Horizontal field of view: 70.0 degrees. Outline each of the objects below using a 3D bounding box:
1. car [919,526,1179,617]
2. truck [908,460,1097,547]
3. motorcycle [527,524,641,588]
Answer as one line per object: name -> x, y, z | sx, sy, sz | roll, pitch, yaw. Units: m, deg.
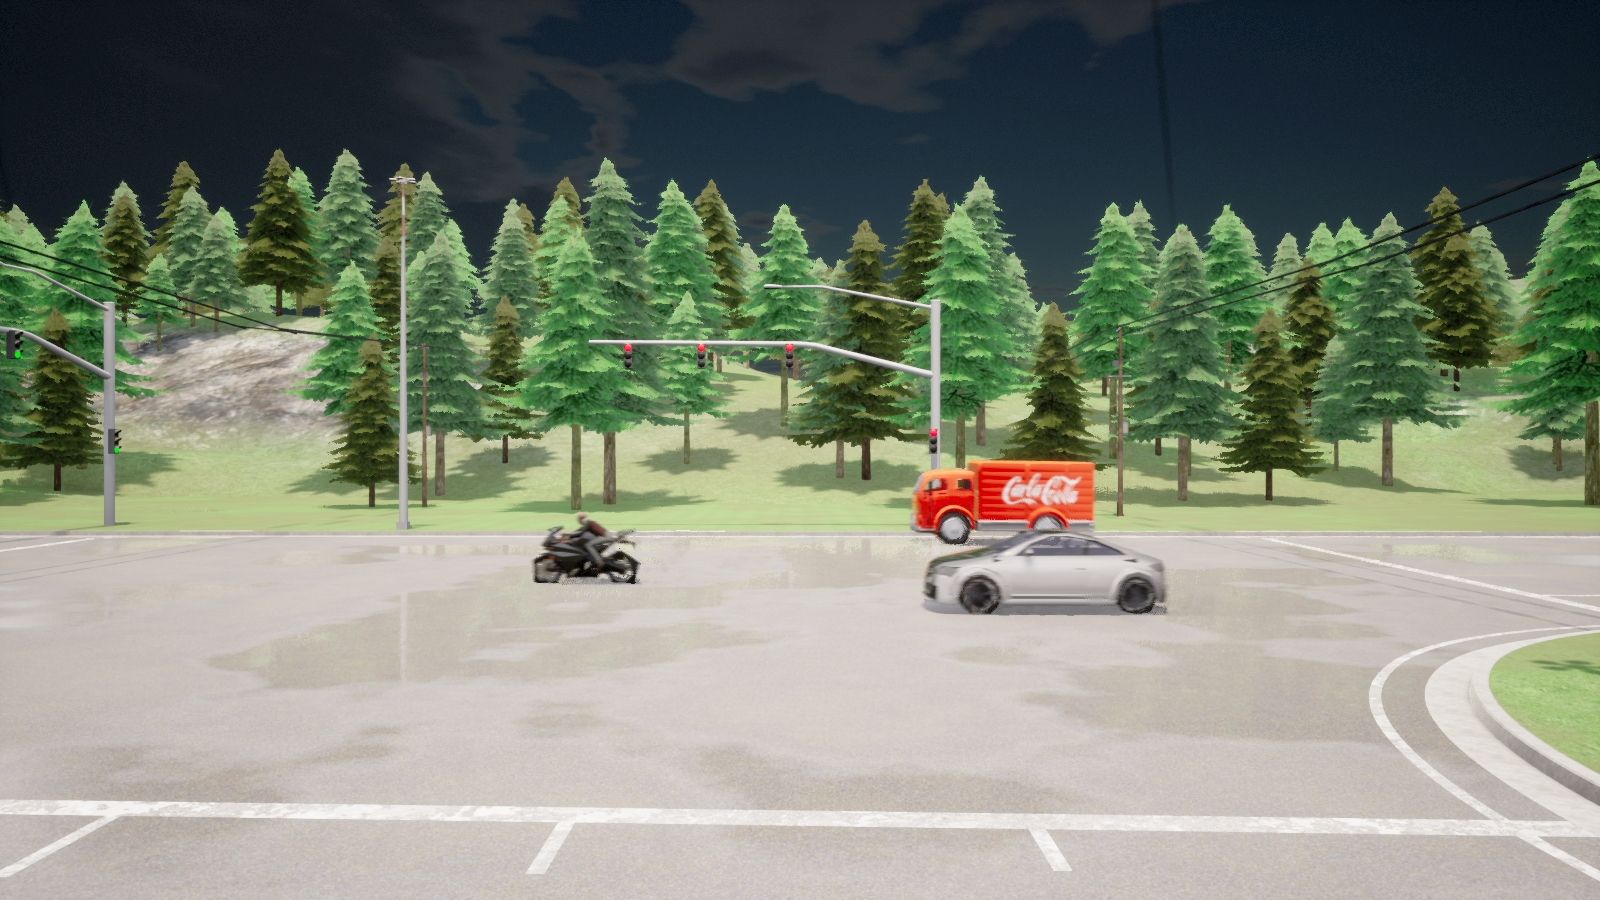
car -> 4.286, 2.105, 20.202 | 4.181, 1.385, 1.994 | 0, 0, 0
truck -> 5.952, 1.550, 34.192 | 5.204, 2.467, 2.627 | 0, 0, 0
motorcycle -> -4.469, 2.189, 23.756 | 2.209, 1.251, 0.867 | 0, 0, 0
